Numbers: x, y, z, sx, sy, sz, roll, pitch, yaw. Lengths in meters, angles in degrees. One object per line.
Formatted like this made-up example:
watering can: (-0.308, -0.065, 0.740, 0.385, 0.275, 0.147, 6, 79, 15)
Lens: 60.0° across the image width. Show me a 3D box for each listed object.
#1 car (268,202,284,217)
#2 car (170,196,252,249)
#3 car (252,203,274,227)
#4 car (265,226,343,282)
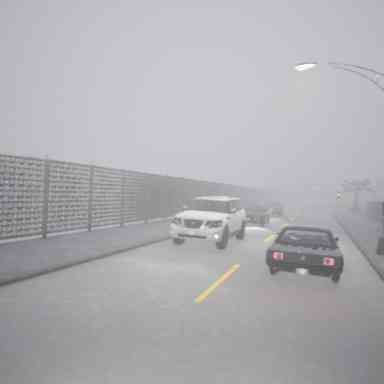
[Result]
car: (8.784, 1.781, 35.666, 2.128, 1.511, 4.902, 3, 0, 21)
car: (0.978, 1.213, 15.086, 2.150, 2.045, 5.566, 3, 0, 21)
car: (4.527, 1.690, 24.493, 1.994, 1.385, 4.181, 3, 0, 21)
car: (3.572, 1.732, 10.420, 1.895, 1.301, 4.718, 3, 0, 21)
